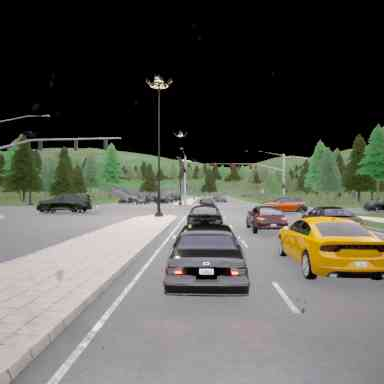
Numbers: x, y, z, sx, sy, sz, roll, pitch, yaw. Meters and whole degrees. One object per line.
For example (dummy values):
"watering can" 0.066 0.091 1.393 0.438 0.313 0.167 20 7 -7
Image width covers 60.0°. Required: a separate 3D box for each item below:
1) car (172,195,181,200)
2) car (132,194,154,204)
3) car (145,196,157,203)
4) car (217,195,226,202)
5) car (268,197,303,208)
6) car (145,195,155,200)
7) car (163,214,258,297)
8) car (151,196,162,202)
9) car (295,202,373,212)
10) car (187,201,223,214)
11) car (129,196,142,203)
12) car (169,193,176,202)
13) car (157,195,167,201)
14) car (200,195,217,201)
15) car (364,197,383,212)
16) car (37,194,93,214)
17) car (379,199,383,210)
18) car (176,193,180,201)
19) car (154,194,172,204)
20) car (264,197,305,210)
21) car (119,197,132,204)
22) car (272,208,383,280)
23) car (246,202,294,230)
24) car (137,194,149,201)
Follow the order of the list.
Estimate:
"car" -4.360 1.533 93.021 2.033 1.411 5.357 0 0 2
"car" -9.152 1.491 62.282 2.128 1.511 4.902 0 0 3
"car" -8.742 1.552 71.133 1.994 1.385 4.181 0 0 2
"car" 6.344 1.554 72.726 1.994 1.385 4.181 0 0 2
"car" 9.699 1.352 35.238 4.553 1.767 2.097 0 0 1
"car" -11.452 1.539 91.134 2.033 1.411 5.357 0 0 2
"car" 0.378 1.547 8.777 2.033 1.411 5.357 0 0 2
"car" -8.422 1.552 79.245 1.994 1.385 4.181 0 0 2
"car" 7.745 1.547 18.821 2.033 1.411 5.357 0 0 3
"car" 0.726 1.478 18.598 1.882 1.535 5.008 0 0 3
"car" -12.209 1.524 72.043 1.812 1.442 4.674 0 0 2
"car" -5.193 1.355 72.326 2.097 1.767 4.553 0 0 2
"car" -8.020 1.524 89.371 2.128 1.511 4.902 0 0 2
"car" 2.332 1.564 52.474 1.994 1.385 4.181 0 0 -4
"car" 22.311 1.352 38.358 4.553 1.767 2.097 0 0 3
"car" -13.311 1.221 35.028 5.566 2.045 2.150 0 0 1
"car" 26.331 1.601 41.654 4.718 1.301 1.895 0 0 3
"car" -4.786 1.225 82.619 2.150 2.045 5.566 0 0 2
"car" -5.593 1.601 63.392 1.895 1.301 4.718 0 0 3
"car" 11.900 1.477 43.116 5.008 1.535 1.882 0 1 13
"car" -12.591 1.564 63.423 1.994 1.385 4.181 0 0 3
"car" 3.932 1.478 9.985 1.882 1.535 5.008 0 0 3
"car" 4.260 1.526 19.204 1.812 1.442 4.674 0 0 3
"car" -11.860 1.355 80.900 2.097 1.767 4.553 0 0 2
